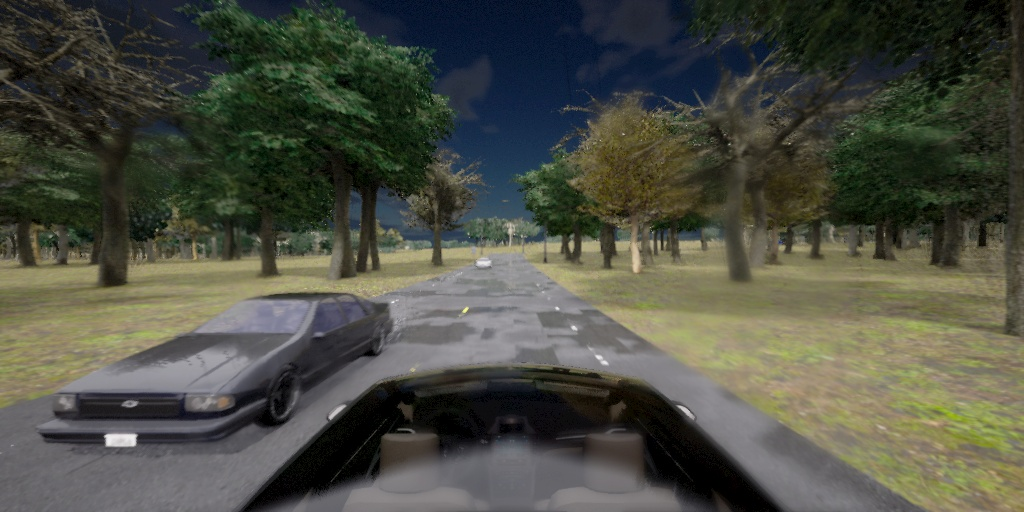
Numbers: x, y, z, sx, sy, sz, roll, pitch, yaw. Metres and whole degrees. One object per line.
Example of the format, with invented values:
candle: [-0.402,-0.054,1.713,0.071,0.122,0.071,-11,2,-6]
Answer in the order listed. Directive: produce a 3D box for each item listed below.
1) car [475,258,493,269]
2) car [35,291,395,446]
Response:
car: [-3.585,0.931,46.415,1.812,1.442,4.674,0,1,0]
car: [-3.602,1.326,5.966,2.033,1.411,5.357,0,0,0]
